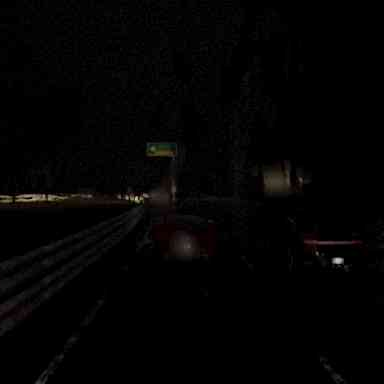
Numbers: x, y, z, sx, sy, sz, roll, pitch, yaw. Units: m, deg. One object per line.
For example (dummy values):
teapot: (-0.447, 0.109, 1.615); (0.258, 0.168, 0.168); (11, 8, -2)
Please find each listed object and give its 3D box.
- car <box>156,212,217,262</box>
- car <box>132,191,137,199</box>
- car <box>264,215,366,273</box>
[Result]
car: (-0.248, 1.455, 12.097); (1.882, 1.535, 5.008); (0, 0, -3)
car: (-16.191, 0.821, 90.503); (2.150, 2.045, 5.566); (0, 0, -16)
car: (3.596, 1.473, 10.611); (2.128, 1.511, 4.902); (0, 0, 0)
